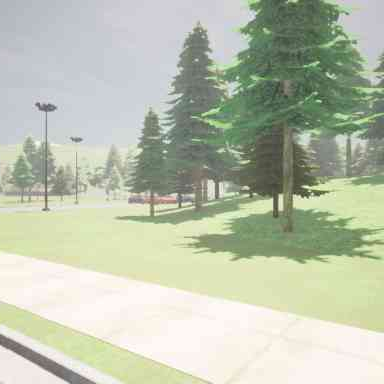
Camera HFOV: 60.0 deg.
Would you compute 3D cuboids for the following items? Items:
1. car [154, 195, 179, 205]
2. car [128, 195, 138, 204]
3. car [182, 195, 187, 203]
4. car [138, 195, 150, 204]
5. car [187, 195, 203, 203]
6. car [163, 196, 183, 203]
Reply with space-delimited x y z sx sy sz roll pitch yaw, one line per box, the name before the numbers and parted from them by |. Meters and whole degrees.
car | -4.528 1.352 59.385 2.097 1.767 4.553 0 0 37
car | -9.990 1.352 63.696 2.097 1.767 4.553 0 0 37
car | -1.579 1.352 69.418 2.097 1.767 4.553 0 0 36
car | -7.229 1.352 61.621 2.097 1.767 4.553 0 0 37
car | 1.508 1.564 67.708 1.994 1.385 4.181 0 0 36
car | -4.092 1.554 71.889 1.994 1.385 4.181 0 0 36
